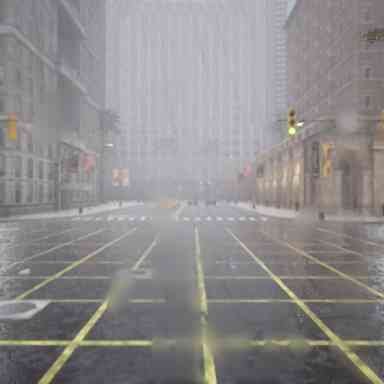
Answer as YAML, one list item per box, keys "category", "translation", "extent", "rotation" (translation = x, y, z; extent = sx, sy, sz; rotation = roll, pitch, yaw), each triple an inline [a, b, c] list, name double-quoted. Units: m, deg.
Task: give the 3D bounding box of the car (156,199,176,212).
- category: "car"
  translation: [-3.589, 1.829, 43.829]
  extent: [1.882, 1.535, 5.008]
  rotation: [0, 0, 0]

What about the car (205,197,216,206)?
- category: "car"
  translation: [3.676, 1.884, 66.814]
  extent: [2.097, 1.767, 4.553]
  rotation: [0, 0, 1]

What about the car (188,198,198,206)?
- category: "car"
  translation: [0.176, 2.022, 66.878]
  extent: [2.128, 1.511, 4.902]
  rotation: [0, 0, 1]

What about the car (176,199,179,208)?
- category: "car"
  translation: [-3.514, 1.903, 53.138]
  extent: [1.882, 1.535, 5.008]
  rotation: [0, 0, 1]
